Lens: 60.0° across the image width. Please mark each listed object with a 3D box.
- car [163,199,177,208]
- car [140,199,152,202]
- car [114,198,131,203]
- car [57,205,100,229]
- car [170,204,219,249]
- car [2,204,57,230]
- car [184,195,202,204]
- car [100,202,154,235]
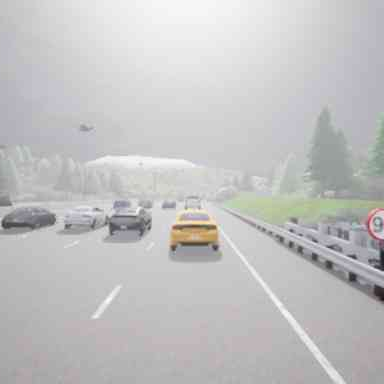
[{"bbox_3d":[-3.397,1.737,50.933,1.994,1.385,4.181,0,0,0],"label":"car"},{"bbox_3d":[-6.899,1.737,49.851,1.994,1.385,4.181,0,0,0],"label":"car"},{"bbox_3d":[-10.398,1.652,49.915,1.882,1.535,5.008,0,0,0],"label":"car"},{"bbox_3d":[-6.898,1.595,21.934,1.812,1.442,4.674,0,0,0],"label":"car"},{"bbox_3d":[0.101,1.520,14.735,1.882,1.535,5.008,0,0,0],"label":"car"},{"bbox_3d":[-10.399,1.633,21.652,1.994,1.385,4.181,0,0,0],"label":"car"},{"bbox_3d":[0.101,1.372,45.255,2.150,2.045,5.566,0,0,0],"label":"car"},{"bbox_3d":[-3.399,1.550,18.986,2.128,1.511,4.902,0,0,0],"label":"car"}]
